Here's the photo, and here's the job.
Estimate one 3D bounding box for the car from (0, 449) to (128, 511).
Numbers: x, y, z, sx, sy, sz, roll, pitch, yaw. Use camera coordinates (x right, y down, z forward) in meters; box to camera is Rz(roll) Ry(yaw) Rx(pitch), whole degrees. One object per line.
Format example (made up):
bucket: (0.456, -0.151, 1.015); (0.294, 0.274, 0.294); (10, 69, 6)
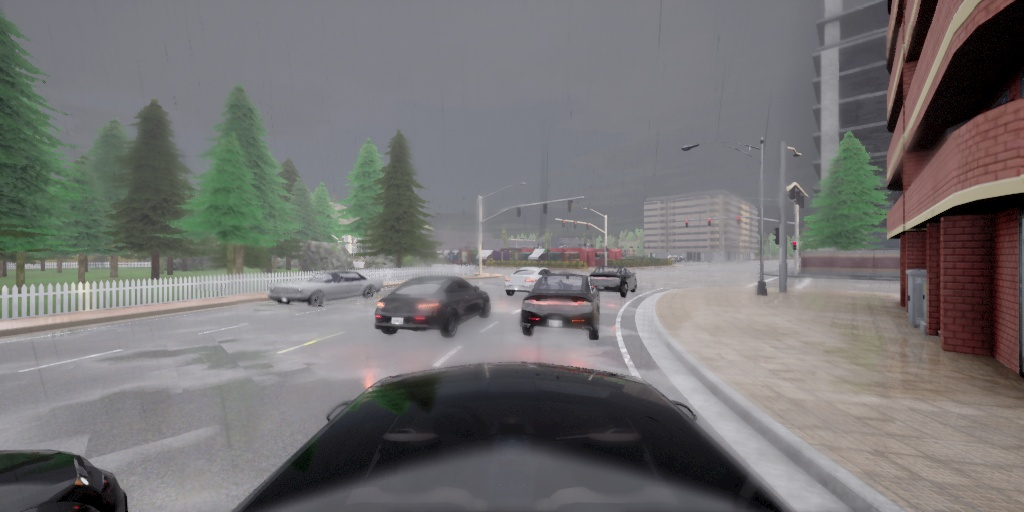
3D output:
car: (-3.170, 1.314, 0.306); (1.994, 1.385, 4.181); (0, 0, -3)

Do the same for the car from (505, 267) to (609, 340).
car: (1.530, 1.242, 10.094); (2.128, 1.511, 4.902); (0, 0, 14)

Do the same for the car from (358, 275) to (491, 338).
car: (-2.017, 1.276, 10.215); (1.812, 1.442, 4.674); (0, 0, 13)

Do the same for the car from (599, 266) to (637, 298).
car: (5.285, 1.242, 18.723); (2.128, 1.511, 4.902); (0, 0, 28)

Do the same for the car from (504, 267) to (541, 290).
car: (1.208, 1.276, 18.723); (1.812, 1.442, 4.674); (0, 0, 26)

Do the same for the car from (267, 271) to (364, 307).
car: (-7.920, 1.351, 15.691); (1.895, 1.301, 4.718); (0, 0, 19)
